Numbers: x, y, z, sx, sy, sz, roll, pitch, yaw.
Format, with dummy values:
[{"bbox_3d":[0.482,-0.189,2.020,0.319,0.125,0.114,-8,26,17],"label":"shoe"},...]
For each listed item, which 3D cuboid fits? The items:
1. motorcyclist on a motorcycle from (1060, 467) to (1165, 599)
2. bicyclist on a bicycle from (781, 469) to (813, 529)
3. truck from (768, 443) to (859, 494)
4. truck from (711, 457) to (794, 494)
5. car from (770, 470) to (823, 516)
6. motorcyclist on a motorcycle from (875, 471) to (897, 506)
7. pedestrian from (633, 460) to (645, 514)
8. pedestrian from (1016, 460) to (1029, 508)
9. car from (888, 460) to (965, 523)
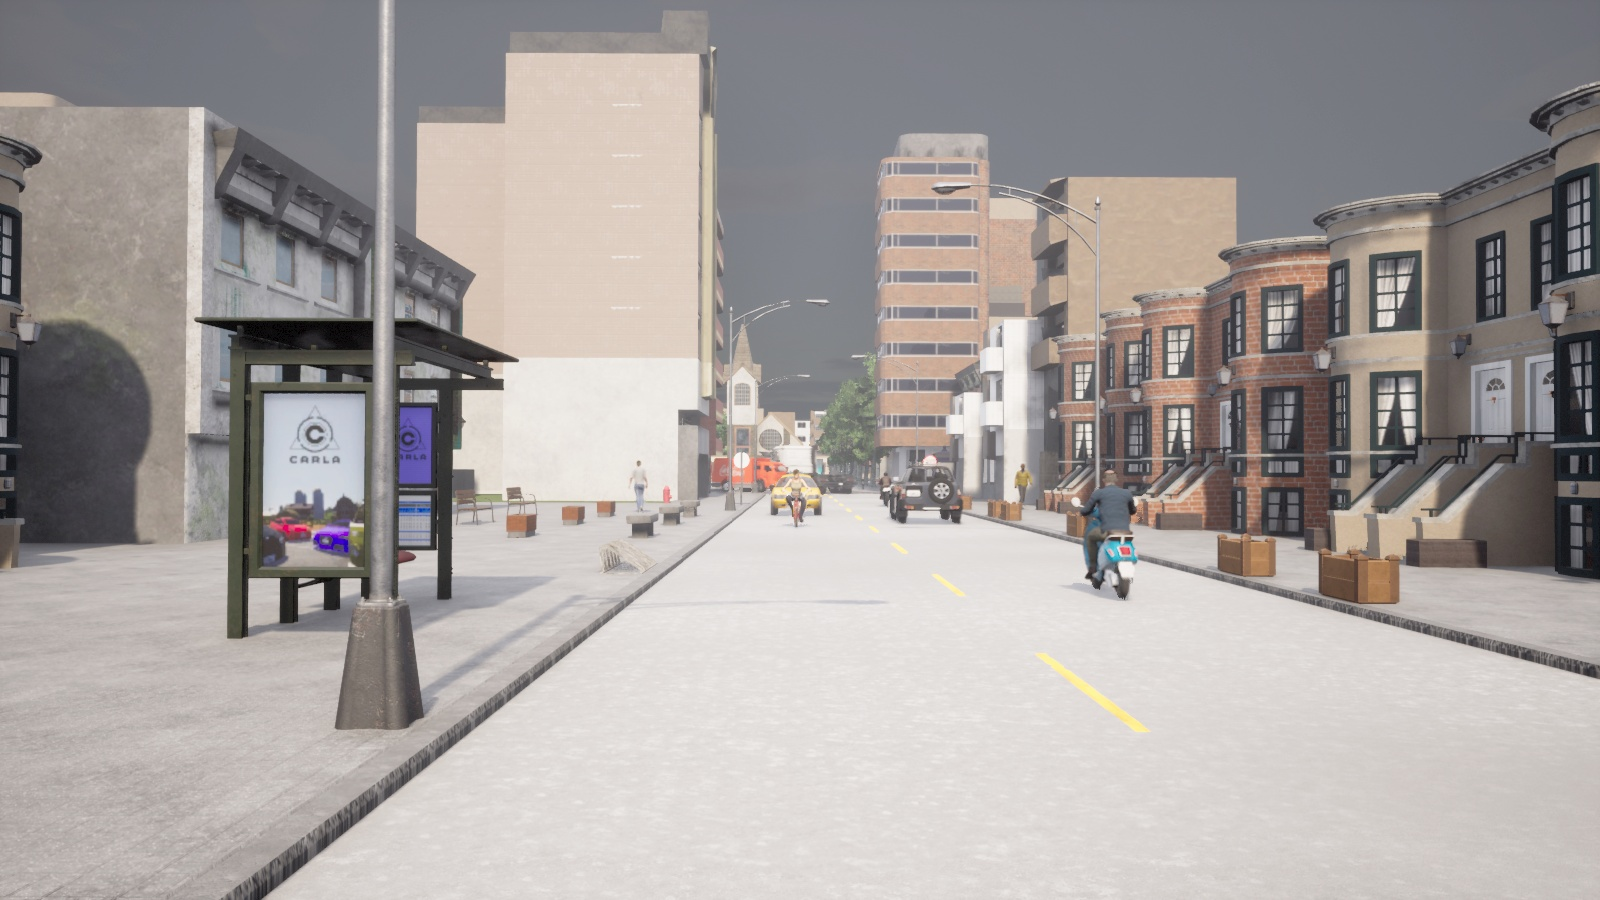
[{"bbox_3d":[3.960,1.021,16.065,0.866,1.590,1.817,0,-1,0],"label":"motorcyclist on a motorcycle"},{"bbox_3d":[-0.090,1.329,34.499,0.866,1.612,1.509,0,-1,0],"label":"bicyclist on a bicycle"},{"bbox_3d":[0.843,1.314,88.548,2.891,3.462,7.936,0,-1,-29],"label":"truck"},{"bbox_3d":[-3.284,1.797,86.992,5.204,2.467,2.627,-1,-2,35],"label":"truck"},{"bbox_3d":[-0.125,1.517,45.408,1.801,1.575,5.366,0,-1,0],"label":"car"},{"bbox_3d":[3.830,1.721,56.103,0.797,1.523,2.044,0,-1,0],"label":"motorcyclist on a motorcycle"},{"bbox_3d":[-5.584,1.277,43.609,0.354,1.836,0.706,0,-1,-12],"label":"pedestrian"},{"bbox_3d":[8.449,1.288,47.643,0.370,1.835,0.726,0,-1,2],"label":"pedestrian"},{"bbox_3d":[3.898,1.275,39.384,1.932,1.855,4.605,0,-1,0],"label":"car"}]
